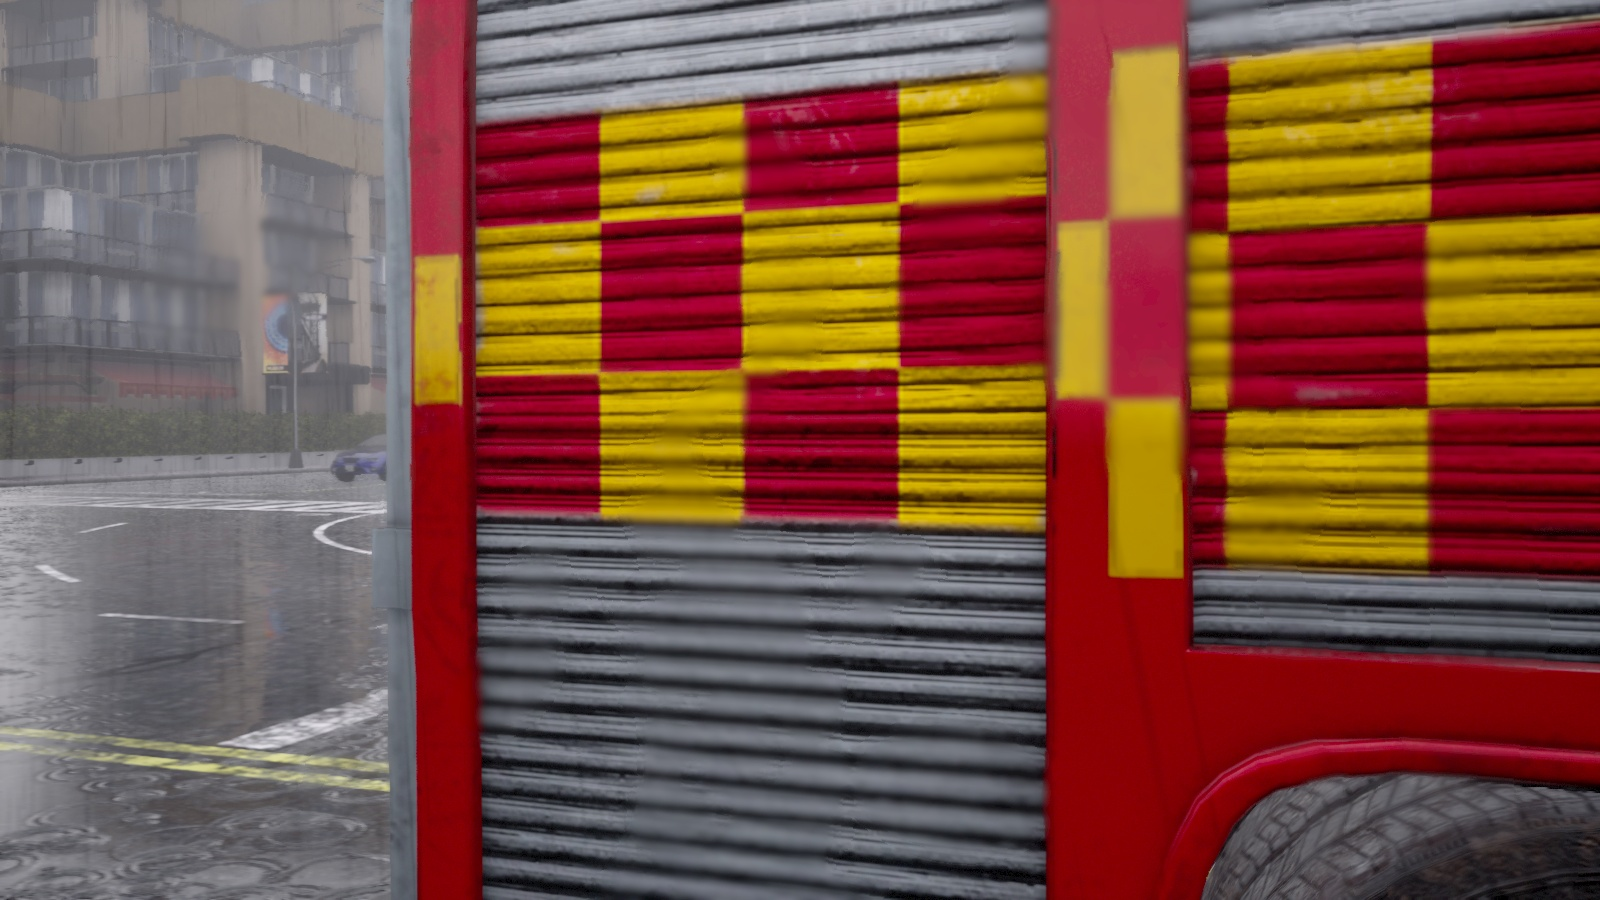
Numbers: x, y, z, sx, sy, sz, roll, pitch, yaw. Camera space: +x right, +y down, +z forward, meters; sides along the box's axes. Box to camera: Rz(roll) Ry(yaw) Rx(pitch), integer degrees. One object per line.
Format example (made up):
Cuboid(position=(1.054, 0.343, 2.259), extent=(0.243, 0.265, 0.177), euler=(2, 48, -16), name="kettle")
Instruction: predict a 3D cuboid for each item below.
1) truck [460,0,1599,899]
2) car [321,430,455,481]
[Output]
Cuboid(position=(3.983, -0.348, 1.836), extent=(8.468, 3.827, 2.891), euler=(1, 1, 19), name="truck")
Cuboid(position=(-12.677, 0.127, 38.919), extent=(1.816, 1.474, 4.193), euler=(1, 1, 18), name="car")
